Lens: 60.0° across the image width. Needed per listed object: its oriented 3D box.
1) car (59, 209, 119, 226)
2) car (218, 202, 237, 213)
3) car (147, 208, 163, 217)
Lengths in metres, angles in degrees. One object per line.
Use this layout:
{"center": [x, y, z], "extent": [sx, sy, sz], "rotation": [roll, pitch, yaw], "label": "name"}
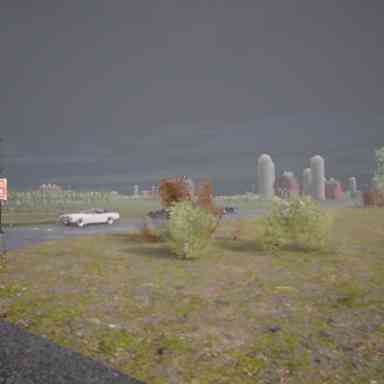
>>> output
{"center": [-8.410, 2.040, 27.361], "extent": [1.895, 1.301, 4.718], "rotation": [-2, -2, 37], "label": "car"}
{"center": [4.338, 2.180, 44.967], "extent": [1.837, 1.490, 4.892], "rotation": [-2, -2, 36], "label": "car"}
{"center": [-2.576, 2.148, 35.401], "extent": [1.895, 1.301, 4.718], "rotation": [-2, -2, 36], "label": "car"}
